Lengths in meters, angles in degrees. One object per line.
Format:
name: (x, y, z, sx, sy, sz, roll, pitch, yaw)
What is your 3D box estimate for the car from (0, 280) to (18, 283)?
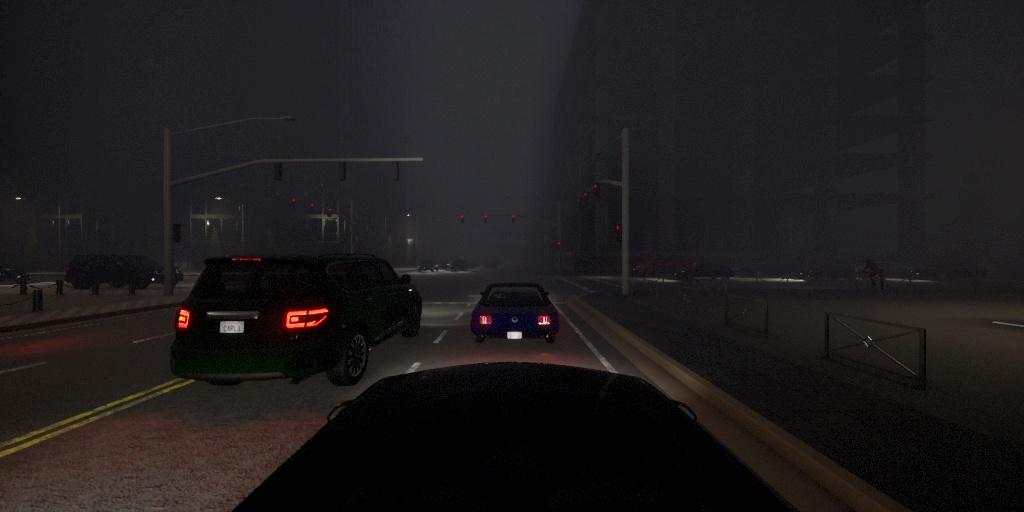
car: (-10.542, 1.255, 4.491, 1.837, 1.490, 4.892, 0, 0, 1)

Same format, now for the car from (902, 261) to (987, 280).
car: (35.587, 1.199, 29.335, 4.892, 1.490, 1.837, 0, 0, 0)

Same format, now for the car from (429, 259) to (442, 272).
car: (-10.636, 1.255, 45.893, 1.837, 1.490, 4.892, 0, 0, 0)

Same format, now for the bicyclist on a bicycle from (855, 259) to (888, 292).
bicyclist on a bicycle: (18.317, 0.998, 18.292, 0.582, 1.620, 1.656, 0, 0, 0)

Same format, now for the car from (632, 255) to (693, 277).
car: (13.909, 0.917, 32.758, 5.566, 2.045, 2.150, 0, 0, 0)

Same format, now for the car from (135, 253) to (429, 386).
car: (-3.443, 0.971, 7.117, 2.150, 2.045, 5.566, 0, 0, 0)

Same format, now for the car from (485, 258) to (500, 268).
car: (-3.444, 1.351, 59.282, 1.895, 1.301, 4.718, 0, 0, 0)

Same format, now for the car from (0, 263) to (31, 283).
car: (-36.935, 1.199, 25.116, 4.892, 1.490, 1.837, 0, 0, 1)

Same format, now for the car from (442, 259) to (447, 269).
car: (-10.634, 1.241, 55.236, 2.128, 1.511, 4.902, 0, 0, 0)

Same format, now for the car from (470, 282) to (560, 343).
car: (0.073, 1.351, 9.633, 1.895, 1.301, 4.718, 0, 0, 0)

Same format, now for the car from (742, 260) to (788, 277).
car: (23.639, 1.172, 32.796, 5.008, 1.535, 1.882, 0, 0, -1)

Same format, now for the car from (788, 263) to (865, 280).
car: (25.593, 1.259, 29.306, 4.181, 1.385, 1.994, 0, 0, 0)

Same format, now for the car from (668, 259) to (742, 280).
car: (15.629, 1.220, 29.243, 4.674, 1.442, 1.812, 0, 0, 0)

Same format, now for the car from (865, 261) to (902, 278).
car: (33.633, 1.220, 32.830, 4.674, 1.442, 1.812, 0, 0, 0)

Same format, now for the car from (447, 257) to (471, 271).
car: (-7.136, 1.255, 48.517, 1.837, 1.490, 4.892, 0, 0, 0)

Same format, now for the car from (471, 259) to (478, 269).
car: (-7.130, 1.228, 57.975, 1.882, 1.535, 5.008, 0, 0, 0)

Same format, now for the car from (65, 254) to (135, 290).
car: (-23.233, 0.917, 21.592, 5.566, 2.045, 2.150, 0, 0, 0)
